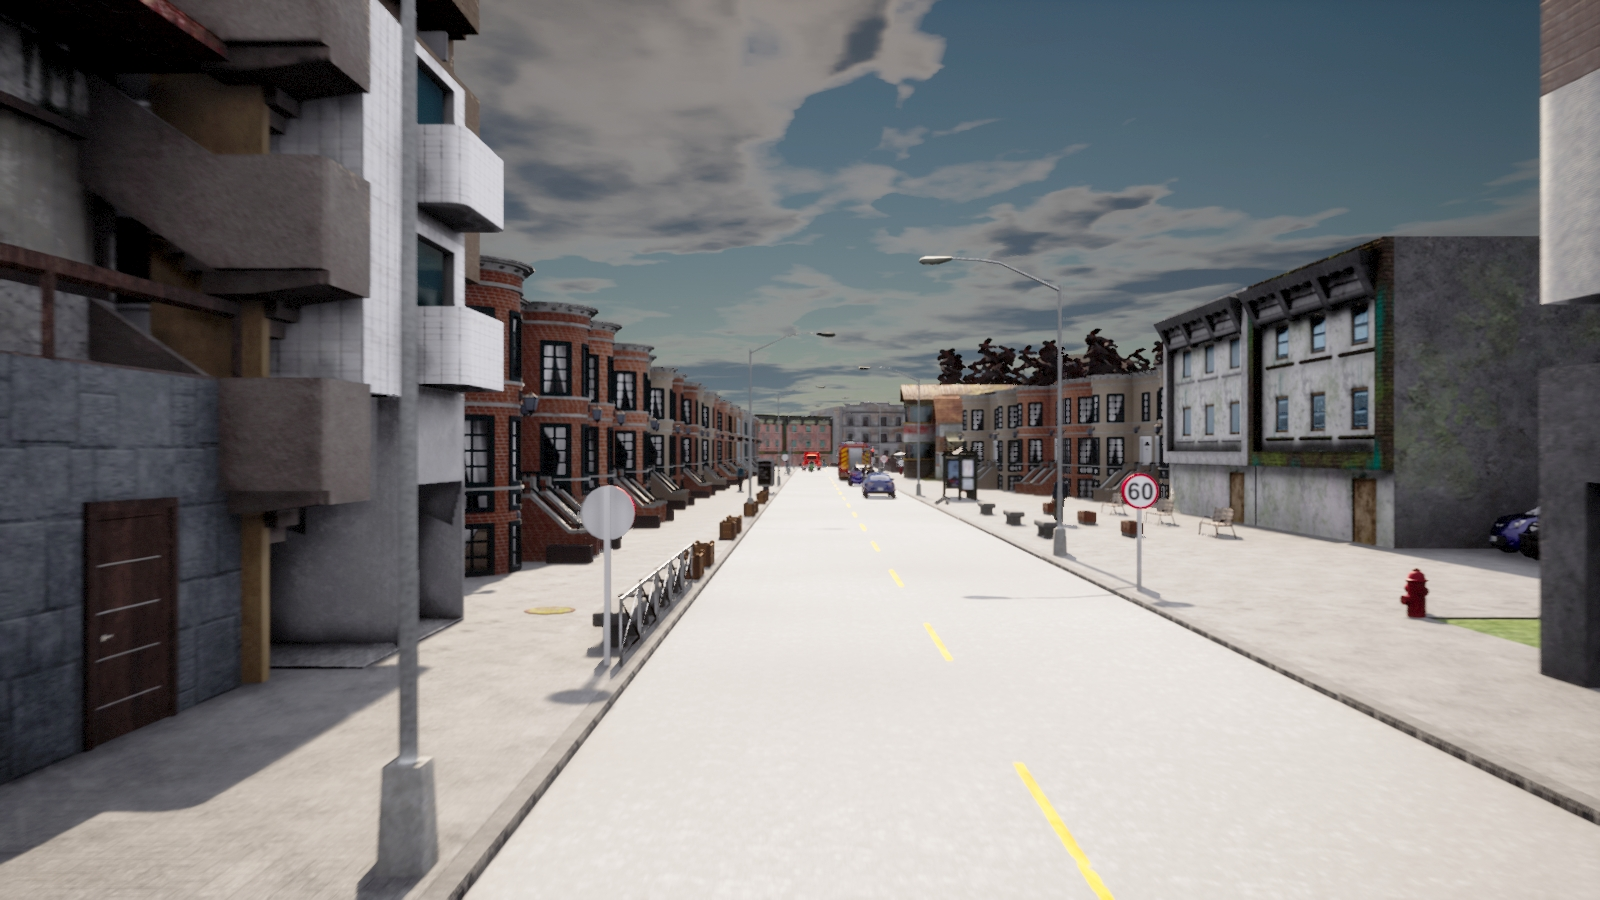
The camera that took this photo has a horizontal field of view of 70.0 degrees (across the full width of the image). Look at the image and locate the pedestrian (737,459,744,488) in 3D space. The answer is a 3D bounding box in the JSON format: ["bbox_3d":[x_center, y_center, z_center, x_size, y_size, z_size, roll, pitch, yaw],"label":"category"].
[{"bbox_3d":[-3.859,1.525,73.925,0.375,1.860,0.375,0,0,-8],"label":"pedestrian"}]

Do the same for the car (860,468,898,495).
[{"bbox_3d":[4.664,1.861,68.147,2.002,1.442,4.674,0,0,1],"label":"car"}]

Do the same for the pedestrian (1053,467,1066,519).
[{"bbox_3d":[9.273,1.525,40.855,0.375,1.860,0.375,0,0,-3],"label":"pedestrian"}]
